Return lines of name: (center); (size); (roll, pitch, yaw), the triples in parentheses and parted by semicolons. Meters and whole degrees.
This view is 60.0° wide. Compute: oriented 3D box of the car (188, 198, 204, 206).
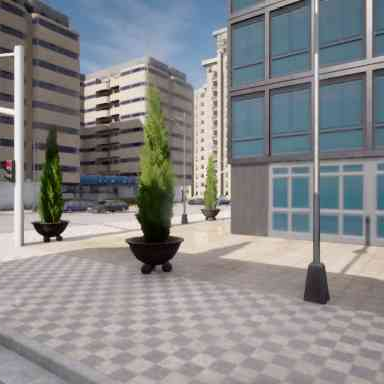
car: (1.082, 1.620, 55.522); (1.994, 1.385, 4.181); (0, 0, 36)

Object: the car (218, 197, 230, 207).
car: (4.460, 1.581, 54.219); (1.812, 1.442, 4.674); (0, 0, 36)

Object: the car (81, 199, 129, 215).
car: (-8.900, 1.560, 35.473); (1.837, 1.490, 4.892); (0, 0, 35)

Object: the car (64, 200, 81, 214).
car: (-12.713, 1.603, 36.146); (2.033, 1.411, 5.357); (0, 0, 35)
